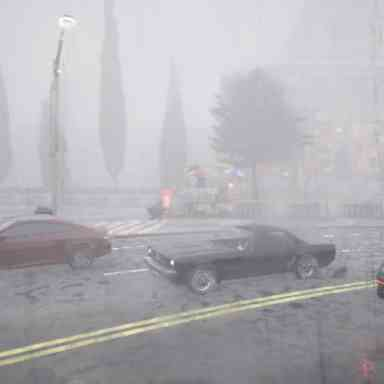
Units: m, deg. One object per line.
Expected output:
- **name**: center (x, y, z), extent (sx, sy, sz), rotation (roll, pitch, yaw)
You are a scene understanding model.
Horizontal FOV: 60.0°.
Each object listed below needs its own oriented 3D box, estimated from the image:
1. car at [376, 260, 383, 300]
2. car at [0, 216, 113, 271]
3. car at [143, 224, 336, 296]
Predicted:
- **car**: center (5.605, 1.500, 6.245), extent (4.674, 1.442, 1.812), rotation (0, 0, -22)
- **car**: center (-4.536, 1.396, 9.037), extent (4.674, 1.442, 1.812), rotation (0, 0, -31)
- **car**: center (1.235, 1.521, 8.370), extent (4.718, 1.301, 1.895), rotation (0, 1, -25)
